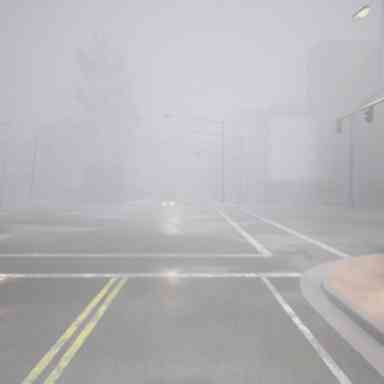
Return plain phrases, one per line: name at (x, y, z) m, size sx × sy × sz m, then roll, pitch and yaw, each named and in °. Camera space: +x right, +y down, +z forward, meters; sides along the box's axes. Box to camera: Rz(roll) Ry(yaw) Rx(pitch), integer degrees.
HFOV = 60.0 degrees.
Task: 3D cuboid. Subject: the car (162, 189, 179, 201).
car at (-3.505, 0.632, 50.655) m, size 2.128 × 1.511 × 4.902 m, roll 0°, pitch 1°, yaw 0°
